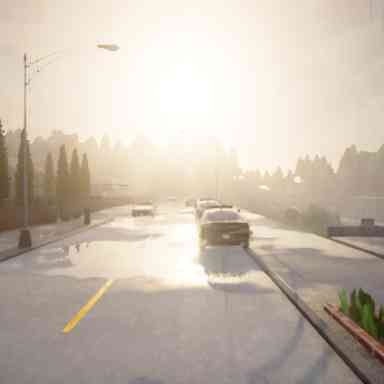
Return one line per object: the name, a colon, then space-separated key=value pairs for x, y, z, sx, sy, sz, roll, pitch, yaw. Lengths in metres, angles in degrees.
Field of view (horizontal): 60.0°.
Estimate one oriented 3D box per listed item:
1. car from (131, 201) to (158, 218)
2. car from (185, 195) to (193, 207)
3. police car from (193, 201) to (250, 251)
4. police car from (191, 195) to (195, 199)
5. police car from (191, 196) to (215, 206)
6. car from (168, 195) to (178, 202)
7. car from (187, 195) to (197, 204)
car: x=-4.091 y=1.473 z=29.651 sx=2.033 sy=1.411 sz=5.357 roll=0 pitch=0 yaw=0
car: x=0.028 y=1.443 z=48.164 sx=1.994 sy=1.385 sz=4.181 roll=0 pitch=0 yaw=0
police car: x=1.164 y=1.366 z=13.993 sx=1.930 sy=1.638 sz=5.238 roll=-2 pitch=-1 yaw=0
police car: x=1.154 y=1.300 z=29.977 sx=1.930 sy=1.638 sz=5.238 roll=-4 pitch=0 yaw=0
police car: x=1.149 y=1.315 z=23.985 sx=1.930 sy=1.638 sz=5.238 roll=-4 pitch=0 yaw=0
car: x=-3.982 y=1.357 z=70.751 sx=2.033 sy=1.411 sz=5.357 roll=0 pitch=0 yaw=0
car: x=0.017 y=1.349 z=62.228 sx=1.837 sy=1.490 sz=4.892 roll=0 pitch=0 yaw=0
